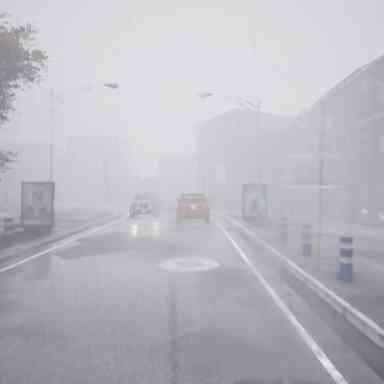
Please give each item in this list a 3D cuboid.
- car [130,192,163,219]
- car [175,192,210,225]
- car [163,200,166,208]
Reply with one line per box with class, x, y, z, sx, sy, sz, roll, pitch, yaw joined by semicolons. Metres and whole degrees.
car;-3.667;1.013;26.822;2.150;2.045;5.566;0;0;-4
car;0.056;1.037;22.684;2.150;2.045;5.566;0;0;0
car;-5.077;1.249;41.577;1.882;1.535;5.008;1;-1;-34
